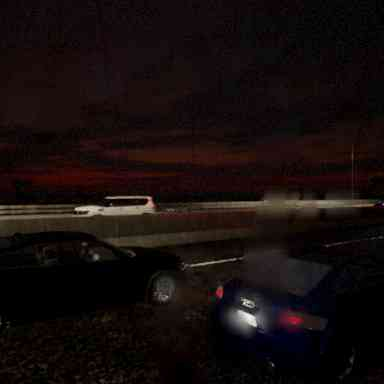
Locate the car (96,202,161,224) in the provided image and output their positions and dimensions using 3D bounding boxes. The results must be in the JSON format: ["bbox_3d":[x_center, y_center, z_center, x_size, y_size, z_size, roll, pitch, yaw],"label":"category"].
[{"bbox_3d":[-4.967,1.597,26.215,4.674,1.442,1.812,0,0,-36],"label":"car"}]

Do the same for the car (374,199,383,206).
[{"bbox_3d":[29.769,1.843,50.892,4.674,1.442,1.812,0,0,-35],"label":"car"}]

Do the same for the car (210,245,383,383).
[{"bbox_3d":[2.341,1.596,5.410,4.181,1.385,1.994,0,0,-35],"label":"car"}]

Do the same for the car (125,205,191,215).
[{"bbox_3d":[-1.323,1.669,20.233,4.718,1.301,1.895,0,0,-35],"label":"car"}]

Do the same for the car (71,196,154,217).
[{"bbox_3d":[-4.990,1.277,21.919,5.566,2.045,2.150,0,0,-35],"label":"car"}]

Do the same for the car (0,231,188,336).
[{"bbox_3d":[-2.390,1.489,6.339,5.008,1.535,1.882,1,0,-35],"label":"car"}]
